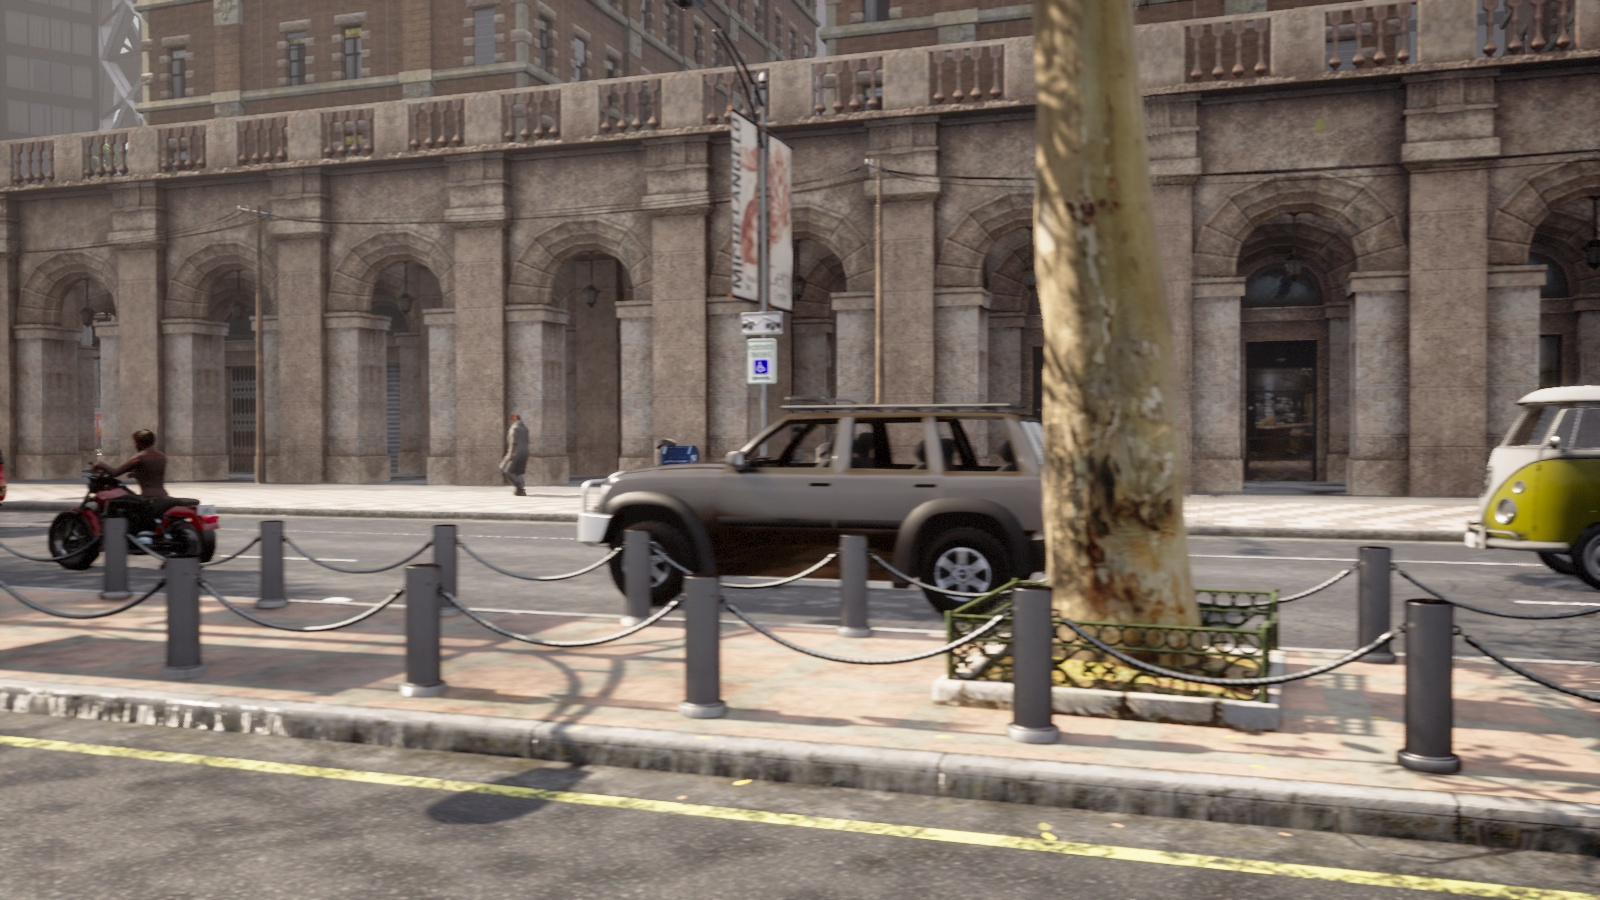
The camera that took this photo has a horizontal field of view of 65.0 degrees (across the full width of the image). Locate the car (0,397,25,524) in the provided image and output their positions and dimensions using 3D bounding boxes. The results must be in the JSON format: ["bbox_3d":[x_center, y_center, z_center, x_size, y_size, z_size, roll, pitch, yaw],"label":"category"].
[{"bbox_3d":[-15.818,0.155,20.644,5.566,2.045,2.150,1,1,18],"label":"car"}]

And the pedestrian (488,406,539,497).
[{"bbox_3d":[-6.218,0.023,27.279,0.873,1.952,0.659,1,1,19],"label":"pedestrian"}]

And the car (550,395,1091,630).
[{"bbox_3d":[0.225,0.459,11.555,4.605,1.855,1.932,1,1,18],"label":"car"}]

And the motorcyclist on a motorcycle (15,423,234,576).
[{"bbox_3d":[-7.640,0.521,14.202,2.350,1.649,0.766,0,1,19],"label":"motorcyclist on a motorcycle"}]

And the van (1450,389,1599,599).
[{"bbox_3d":[8.995,0.416,12.296,4.442,1.987,1.775,1,1,19],"label":"van"}]
